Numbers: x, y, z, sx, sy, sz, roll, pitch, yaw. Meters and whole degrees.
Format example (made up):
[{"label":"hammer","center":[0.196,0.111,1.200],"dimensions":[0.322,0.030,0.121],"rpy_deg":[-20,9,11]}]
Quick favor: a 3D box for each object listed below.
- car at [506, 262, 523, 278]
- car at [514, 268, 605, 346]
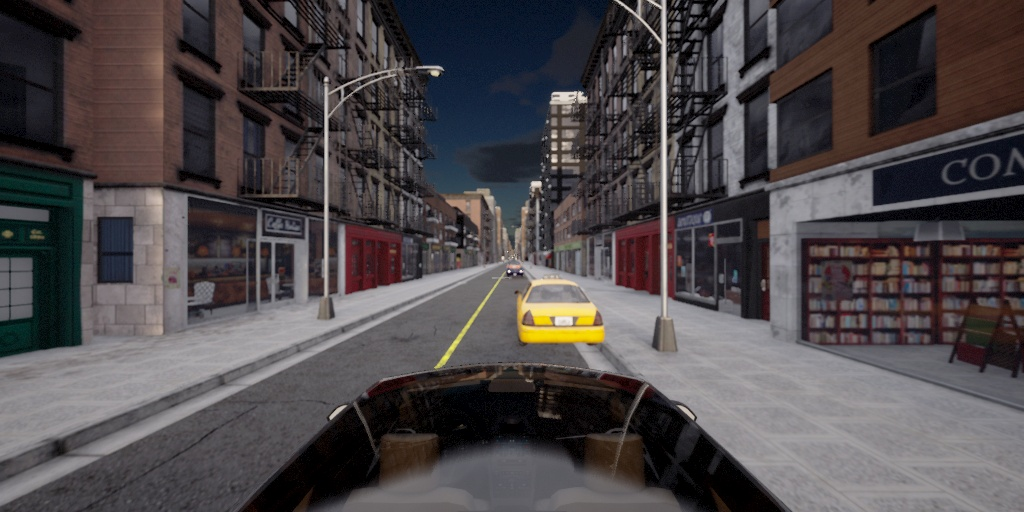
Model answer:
[{"label":"car","center":[0.341,1.621,38.619],"dimensions":[1.895,1.301,4.718],"rpy_deg":[0,0,1]},{"label":"car","center":[1.027,1.257,9.529],"dimensions":[1.801,1.575,5.366],"rpy_deg":[0,0,0]}]
